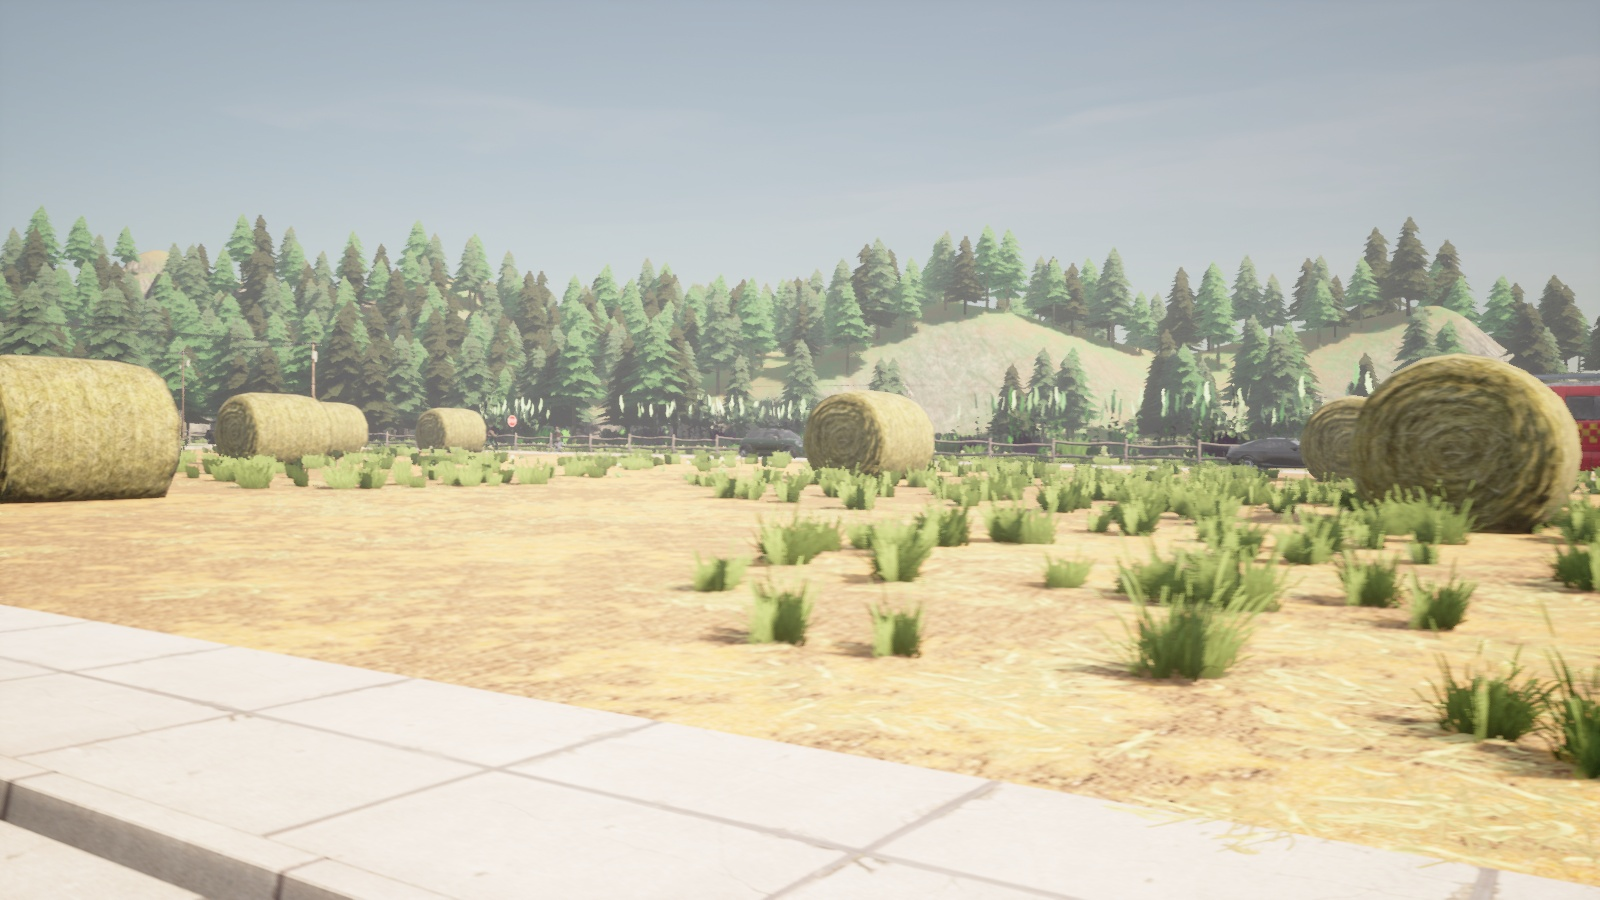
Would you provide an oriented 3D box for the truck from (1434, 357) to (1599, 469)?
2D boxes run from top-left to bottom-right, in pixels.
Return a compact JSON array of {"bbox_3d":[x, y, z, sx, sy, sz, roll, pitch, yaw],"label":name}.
[{"bbox_3d":[27.576,-1.300,44.756,8.468,3.827,2.891,0,1,38],"label":"truck"}]

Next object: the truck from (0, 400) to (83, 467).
[{"bbox_3d":[-46.754,-0.976,72.872,2.891,3.827,8.468,0,1,35],"label":"truck"}]

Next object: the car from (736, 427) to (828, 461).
[{"bbox_3d":[-0.969,-0.320,66.878,4.553,1.767,2.097,0,1,38],"label":"car"}]

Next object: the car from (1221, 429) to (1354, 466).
[{"bbox_3d":[19.716,-0.121,50.868,4.674,1.442,1.812,0,1,37],"label":"car"}]
